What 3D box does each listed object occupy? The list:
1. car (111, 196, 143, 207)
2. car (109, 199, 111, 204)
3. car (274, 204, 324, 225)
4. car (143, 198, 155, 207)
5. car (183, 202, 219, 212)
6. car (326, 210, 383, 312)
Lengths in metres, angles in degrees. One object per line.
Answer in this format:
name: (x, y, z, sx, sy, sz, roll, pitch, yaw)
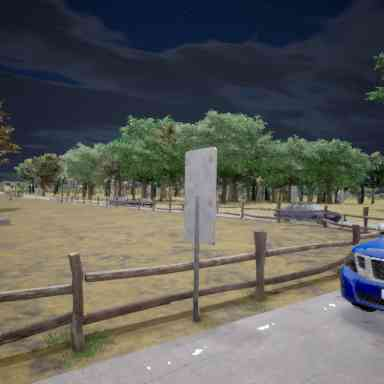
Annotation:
car: (-10.066, 1.555, 50.987, 2.033, 1.411, 5.357, 2, -1, -35)
car: (-13.569, 1.554, 60.701, 2.128, 1.511, 4.902, 2, -1, -35)
car: (8.587, 1.568, 24.671, 2.033, 1.411, 5.357, 2, -1, -34)
car: (-7.719, 1.629, 52.583, 2.033, 1.411, 5.357, 2, -1, -35)
car: (0.912, 1.508, 35.487, 2.128, 1.511, 4.902, 2, -1, -36)
car: (5.328, 1.234, 6.560, 5.566, 2.045, 2.150, 0, 0, -34)
